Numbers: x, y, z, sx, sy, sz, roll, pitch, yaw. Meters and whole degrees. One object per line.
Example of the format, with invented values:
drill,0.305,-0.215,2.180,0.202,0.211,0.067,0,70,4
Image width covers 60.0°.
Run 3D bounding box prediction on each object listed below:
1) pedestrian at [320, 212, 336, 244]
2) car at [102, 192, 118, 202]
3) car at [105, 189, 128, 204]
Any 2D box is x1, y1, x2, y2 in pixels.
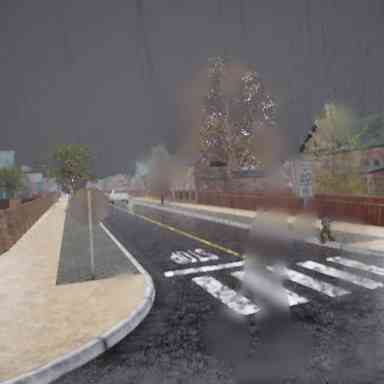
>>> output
pedestrian,4.525,1.216,11.182,0.500,1.100,0.500,-2,0,-20
car,-14.029,0.751,56.760,2.128,1.511,4.902,-3,1,-19
car,-10.473,0.563,47.146,2.150,2.045,5.566,-3,2,-20
